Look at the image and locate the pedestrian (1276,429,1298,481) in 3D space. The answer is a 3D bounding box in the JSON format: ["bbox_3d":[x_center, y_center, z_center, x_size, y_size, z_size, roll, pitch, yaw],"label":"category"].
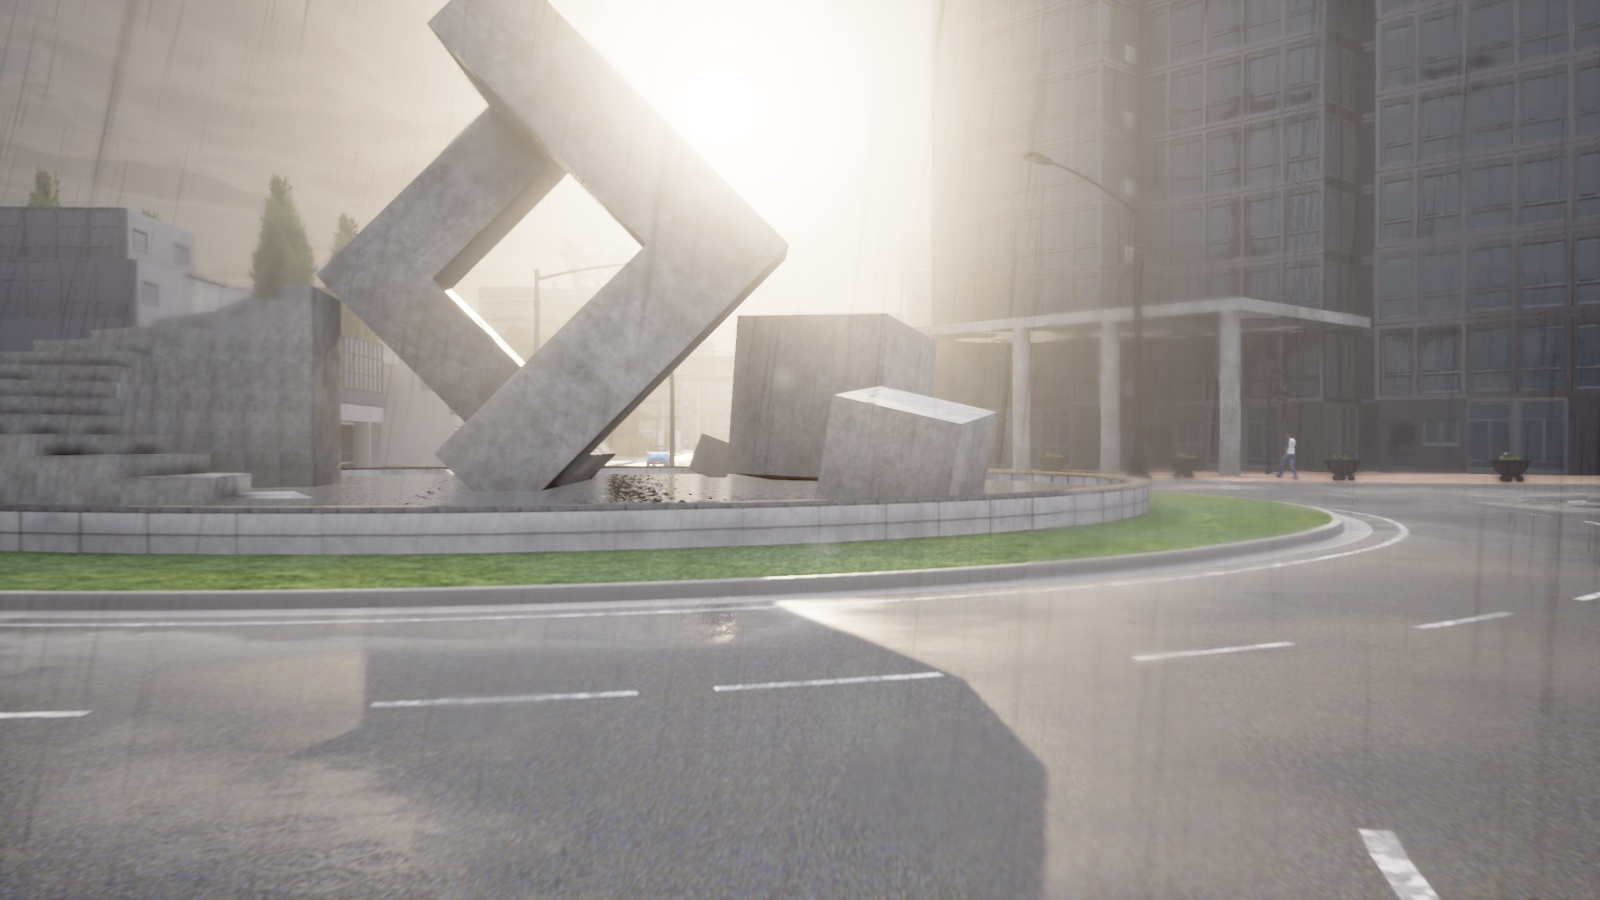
[{"bbox_3d":[17.414,0.170,44.891,0.354,1.836,0.706,0,0,-23],"label":"pedestrian"}]

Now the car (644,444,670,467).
[{"bbox_3d":[-9.001,0.342,79.300,1.481,1.376,2.207,0,0,-2],"label":"car"}]
